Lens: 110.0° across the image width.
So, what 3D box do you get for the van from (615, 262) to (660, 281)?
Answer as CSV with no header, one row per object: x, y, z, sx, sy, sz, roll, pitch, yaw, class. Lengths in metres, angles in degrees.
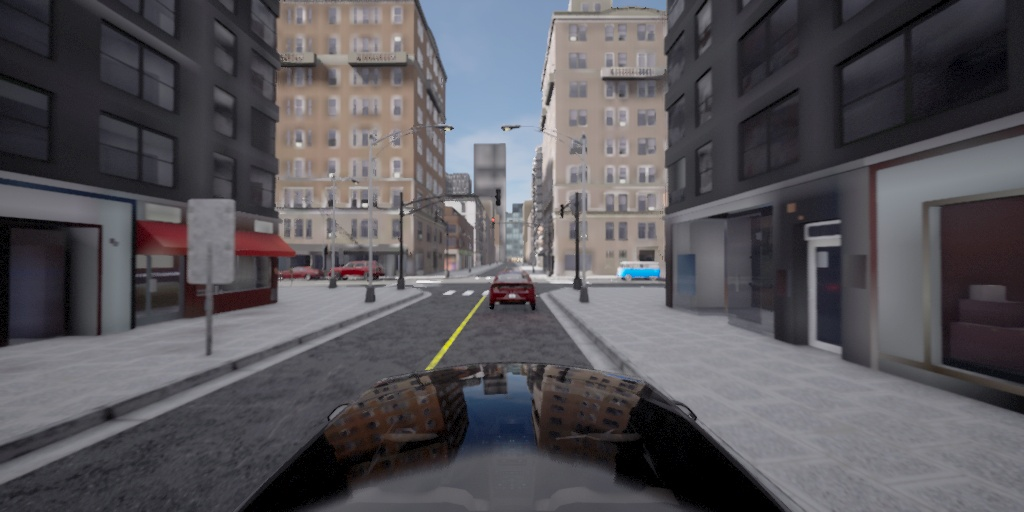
12.078,1.463,34.346,3.998,1.789,1.690,0,0,0,van

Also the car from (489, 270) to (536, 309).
0.048,1.382,16.046,1.882,1.535,5.008,0,0,1,car

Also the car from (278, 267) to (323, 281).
-20.393,1.682,34.584,4.207,1.307,1.802,0,0,0,car

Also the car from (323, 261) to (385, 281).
-14.869,1.419,34.544,5.009,1.841,2.192,0,0,0,car
